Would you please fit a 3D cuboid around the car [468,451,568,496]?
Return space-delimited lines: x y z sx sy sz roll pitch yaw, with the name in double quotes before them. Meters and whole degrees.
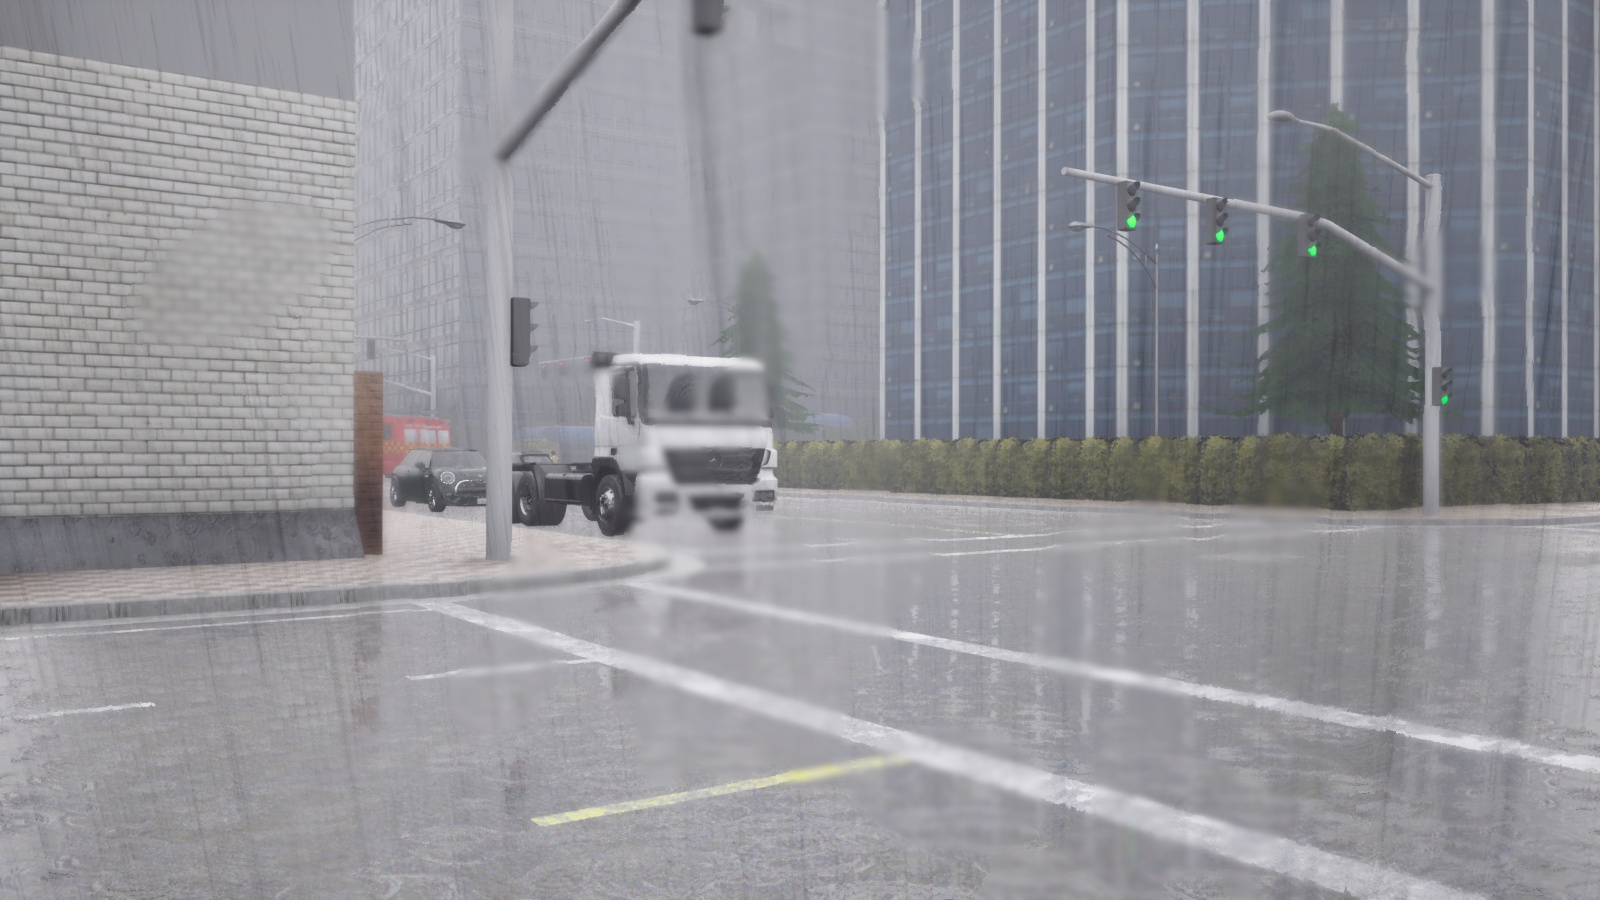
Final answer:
"car" -10.881 0.871 48.227 2.033 1.649 4.856 0 0 -35

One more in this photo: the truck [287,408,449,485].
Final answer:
"truck" -22.572 -0.155 66.244 2.891 3.827 8.468 -1 0 27

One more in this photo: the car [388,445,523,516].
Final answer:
"car" -9.337 0.761 33.803 2.097 1.767 4.553 0 0 -35

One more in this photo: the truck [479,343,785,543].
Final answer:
"truck" -3.750 -0.110 25.811 2.891 3.462 7.936 0 0 -35
